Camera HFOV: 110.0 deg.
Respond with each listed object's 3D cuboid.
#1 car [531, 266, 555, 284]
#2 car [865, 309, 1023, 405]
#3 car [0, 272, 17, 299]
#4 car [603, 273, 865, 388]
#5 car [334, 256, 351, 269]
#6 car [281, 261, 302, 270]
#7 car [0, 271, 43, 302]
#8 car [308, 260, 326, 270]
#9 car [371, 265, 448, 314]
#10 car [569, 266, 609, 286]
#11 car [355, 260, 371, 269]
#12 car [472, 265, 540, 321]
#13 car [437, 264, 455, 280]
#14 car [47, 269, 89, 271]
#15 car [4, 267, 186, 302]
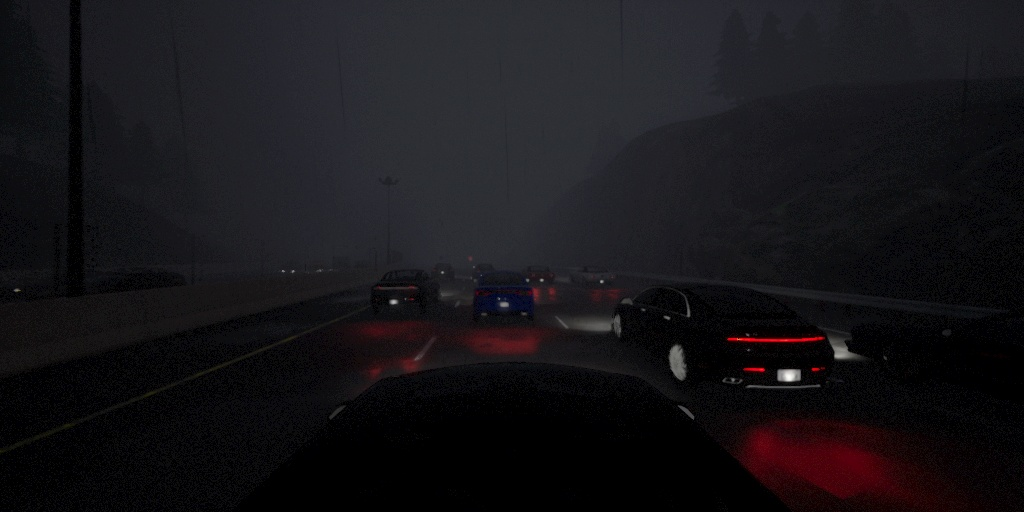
[{"bbox_3d":[1.766,1.371,26.757,1.895,1.301,4.718,0,0,-8],"label":"car"},{"bbox_3d":[7.023,1.284,4.025,2.033,1.411,5.357,0,0,-1],"label":"car"},{"bbox_3d":[-25.292,1.420,15.355,1.895,1.301,4.718,0,0,-5],"label":"car"},{"bbox_3d":[3.416,1.252,6.924,1.837,1.490,4.892,0,0,-2],"label":"car"},{"bbox_3d":[-27.262,1.087,57.572,2.150,2.045,5.566,0,0,-19],"label":"car"},{"bbox_3d":[-33.825,1.424,55.187,2.033,1.411,5.357,0,0,-19],"label":"car"},{"bbox_3d":[-21.989,1.362,17.677,2.033,1.411,5.357,0,0,-6],"label":"car"},{"bbox_3d":[-30.567,1.348,56.390,1.882,1.535,5.008,0,0,-19],"label":"car"},{"bbox_3d":[-3.950,1.262,13.905,2.128,1.511,4.902,0,0,-4],"label":"car"},{"bbox_3d":[5.502,1.361,25.219,1.895,1.301,4.718,0,0,-7],"label":"car"},{"bbox_3d":[-22.317,1.375,53.664,1.812,1.442,4.674,0,0,-17],"label":"car"},{"bbox_3d":[-0.351,1.239,12.681,1.882,1.535,5.008,0,0,-3],"label":"car"},{"bbox_3d":[-6.126,1.357,31.878,1.994,1.385,4.181,0,0,-9],"label":"car"},{"bbox_3d":[-18.489,1.298,17.427,2.128,1.511,4.902,0,0,-6],"label":"car"},{"bbox_3d":[-14.611,1.319,13.277,1.812,1.442,4.674,0,0,-4],"label":"car"}]
